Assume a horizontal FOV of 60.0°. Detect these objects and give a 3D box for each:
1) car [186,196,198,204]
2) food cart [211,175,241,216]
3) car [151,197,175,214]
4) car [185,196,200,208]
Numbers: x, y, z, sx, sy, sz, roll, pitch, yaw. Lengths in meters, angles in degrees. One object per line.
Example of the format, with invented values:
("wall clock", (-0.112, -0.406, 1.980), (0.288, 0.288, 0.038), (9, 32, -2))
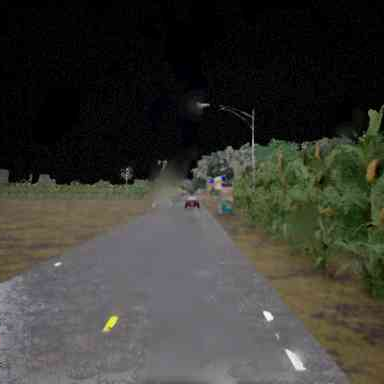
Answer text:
("car", (0.053, 1.401, 60.680), (1.994, 1.385, 4.181), (0, 0, 1))
("food cart", (3.101, 0.379, 31.577), (2.280, 3.560, 4.660), (-1, -1, 0))
("car", (-2.826, 1.259, 33.451), (2.097, 1.767, 4.553), (0, 0, 0))
("car", (0.063, 1.354, 45.345), (1.882, 1.535, 5.008), (0, 0, 1))
